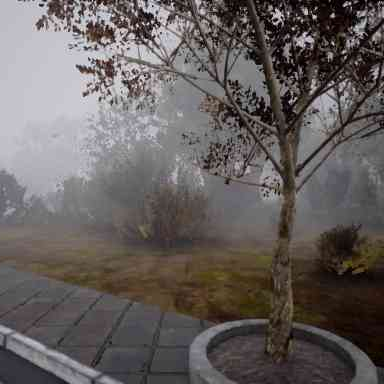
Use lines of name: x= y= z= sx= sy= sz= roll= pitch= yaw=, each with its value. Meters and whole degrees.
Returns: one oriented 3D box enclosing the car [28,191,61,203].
car: x=-18.139 y=0.937 z=42.358 sx=2.150 sy=2.045 sz=5.566 roll=1 pitch=0 yaw=32
